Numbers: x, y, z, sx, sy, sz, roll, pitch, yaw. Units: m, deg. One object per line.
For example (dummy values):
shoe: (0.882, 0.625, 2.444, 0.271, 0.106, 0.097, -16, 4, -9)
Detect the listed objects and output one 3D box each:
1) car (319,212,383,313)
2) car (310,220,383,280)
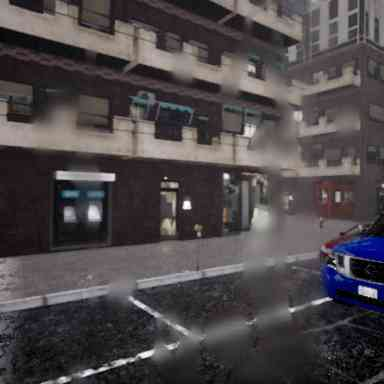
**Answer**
car: (5.119, 1.308, 7.030, 5.566, 2.045, 2.150, 1, 0, -36)
car: (5.881, 1.698, 10.755, 4.206, 1.307, 1.802, 1, 0, -36)
